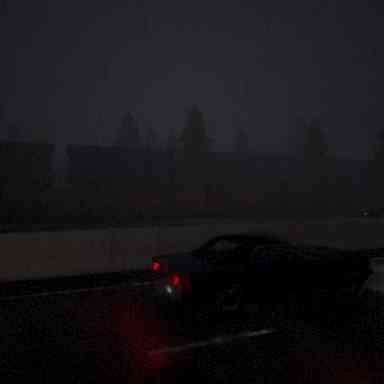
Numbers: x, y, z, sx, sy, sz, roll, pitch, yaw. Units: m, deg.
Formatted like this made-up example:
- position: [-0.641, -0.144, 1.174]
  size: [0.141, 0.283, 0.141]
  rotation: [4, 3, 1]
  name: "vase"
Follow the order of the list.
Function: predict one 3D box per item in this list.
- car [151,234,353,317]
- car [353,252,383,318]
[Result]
- position: [1.604, 1.607, 7.316]
  size: [4.718, 1.301, 1.895]
  rotation: [0, 0, -22]
  name: "car"
- position: [5.147, 1.496, 4.987]
  size: [4.902, 1.511, 2.128]
  rotation: [0, 0, -22]
  name: "car"
